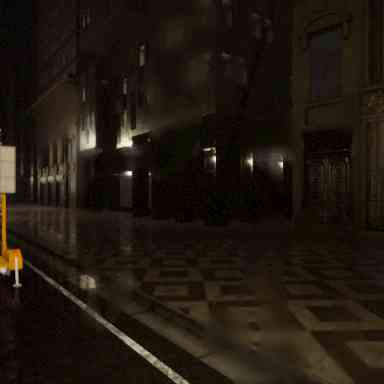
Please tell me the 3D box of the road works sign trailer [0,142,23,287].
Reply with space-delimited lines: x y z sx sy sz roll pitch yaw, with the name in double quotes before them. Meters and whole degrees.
"road works sign trailer" -5.798 0.464 8.418 2.380 3.560 2.880 0 0 -38
